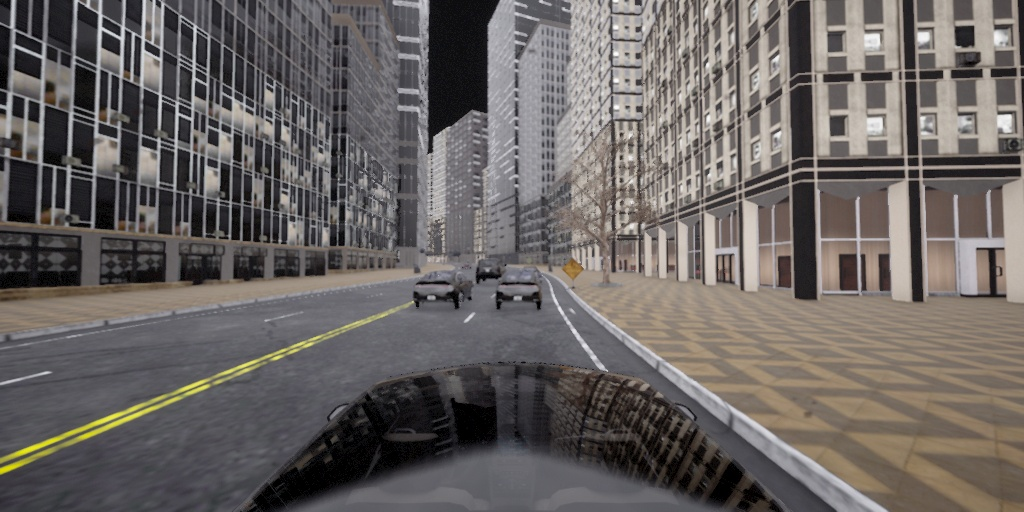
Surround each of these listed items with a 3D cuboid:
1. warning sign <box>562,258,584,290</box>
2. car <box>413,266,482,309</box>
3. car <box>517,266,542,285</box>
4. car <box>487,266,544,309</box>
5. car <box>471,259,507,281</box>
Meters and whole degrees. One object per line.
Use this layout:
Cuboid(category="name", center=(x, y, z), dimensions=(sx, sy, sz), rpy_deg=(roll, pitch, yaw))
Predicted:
Cuboid(category="warning sign", center=(3.592, 1.047, 21.029), dimensions=(1.300, 1.860, 1.060), rpy_deg=(0, 0, 5))
Cuboid(category="car", center=(-2.880, 1.381, 15.911), dimensions=(2.128, 1.511, 4.902), rpy_deg=(0, 0, 4))
Cuboid(category="car", center=(1.540, 1.597, 30.664), dimensions=(1.994, 1.385, 4.181), rpy_deg=(0, -1, 4))
Cuboid(category="car", center=(0.366, 1.377, 15.726), dimensions=(2.128, 1.511, 4.902), rpy_deg=(0, 0, 4))
Cuboid(category="car", center=(-1.725, 1.251, 30.571), dimensions=(2.150, 2.045, 5.566), rpy_deg=(0, 0, 4))
